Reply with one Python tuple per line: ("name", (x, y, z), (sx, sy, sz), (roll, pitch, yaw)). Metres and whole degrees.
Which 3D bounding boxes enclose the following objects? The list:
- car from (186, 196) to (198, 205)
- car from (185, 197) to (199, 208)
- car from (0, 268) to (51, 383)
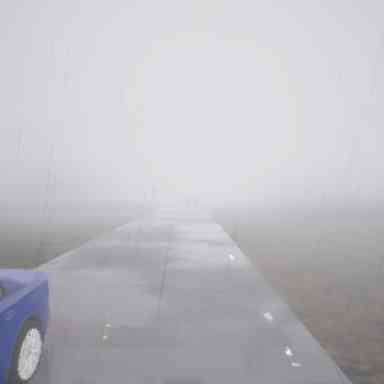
("car", (-0.012, 1.508, 58.234), (1.994, 1.385, 4.181), (0, 0, 0))
("car", (-0.009, 1.453, 47.868), (2.128, 1.511, 4.902), (0, 0, 0))
("car", (-2.844, 1.478, 2.490), (1.882, 1.535, 5.008), (0, 0, 0))
